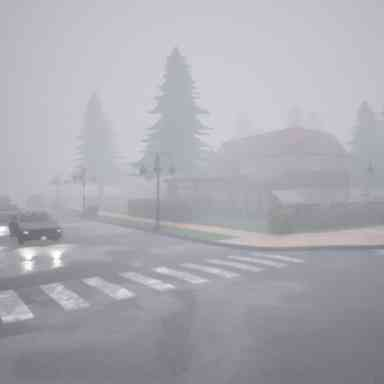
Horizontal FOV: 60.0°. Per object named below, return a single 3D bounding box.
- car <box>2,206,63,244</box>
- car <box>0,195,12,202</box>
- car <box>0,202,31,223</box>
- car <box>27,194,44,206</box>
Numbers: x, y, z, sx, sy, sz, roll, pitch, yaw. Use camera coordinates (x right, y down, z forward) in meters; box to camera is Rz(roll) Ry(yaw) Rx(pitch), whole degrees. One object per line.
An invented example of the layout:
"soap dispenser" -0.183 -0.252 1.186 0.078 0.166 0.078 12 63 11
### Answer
"car" -8.275 1.713 17.315 2.033 1.411 5.357 0 0 -35
"car" -21.315 1.385 36.860 2.150 2.045 5.566 0 0 -29
"car" -14.000 1.729 25.480 1.994 1.385 4.181 0 0 -35
"car" -25.800 1.384 54.981 2.150 2.045 5.566 0 -1 -20
